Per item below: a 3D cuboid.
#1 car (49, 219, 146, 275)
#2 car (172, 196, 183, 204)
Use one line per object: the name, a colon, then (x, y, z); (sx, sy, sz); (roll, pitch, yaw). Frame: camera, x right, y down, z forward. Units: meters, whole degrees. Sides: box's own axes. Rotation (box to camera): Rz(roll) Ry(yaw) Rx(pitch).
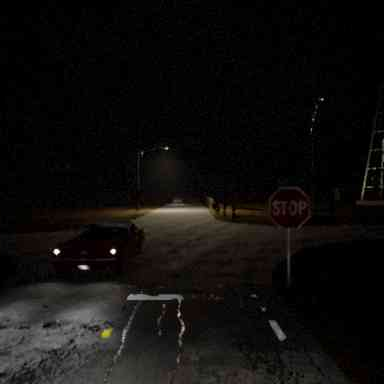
car: (-2.722, 1.599, 10.618); (1.895, 1.301, 4.718); (0, 0, 0)
car: (-2.590, 1.541, 60.917); (1.812, 1.442, 4.674); (0, 1, 0)
